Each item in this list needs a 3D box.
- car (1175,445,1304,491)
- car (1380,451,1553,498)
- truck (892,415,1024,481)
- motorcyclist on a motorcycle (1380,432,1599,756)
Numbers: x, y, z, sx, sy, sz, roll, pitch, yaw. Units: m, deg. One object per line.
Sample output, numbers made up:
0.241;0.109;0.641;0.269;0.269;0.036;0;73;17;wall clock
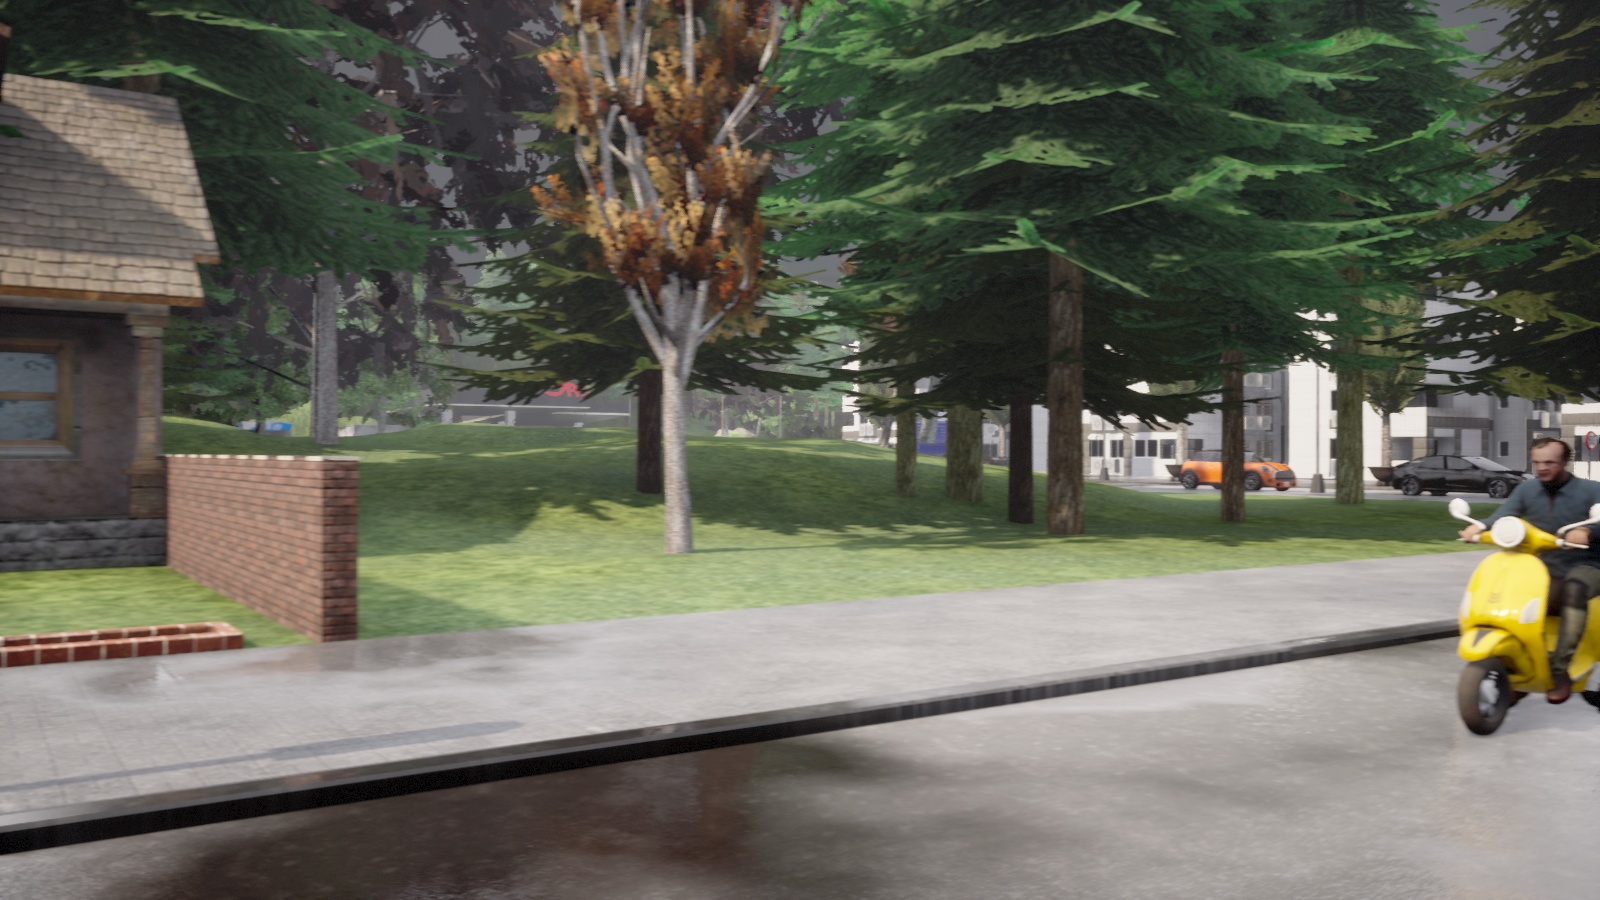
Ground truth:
17.569;0.685;50.437;2.097;1.767;4.553;0;0;-34;car
22.670;0.799;42.897;2.163;1.488;4.792;0;0;-33;car
8.754;-0.090;70.697;2.891;3.462;7.936;0;0;-34;truck
4.176;0.706;7.037;1.817;1.590;0.866;0;0;-34;motorcyclist on a motorcycle
